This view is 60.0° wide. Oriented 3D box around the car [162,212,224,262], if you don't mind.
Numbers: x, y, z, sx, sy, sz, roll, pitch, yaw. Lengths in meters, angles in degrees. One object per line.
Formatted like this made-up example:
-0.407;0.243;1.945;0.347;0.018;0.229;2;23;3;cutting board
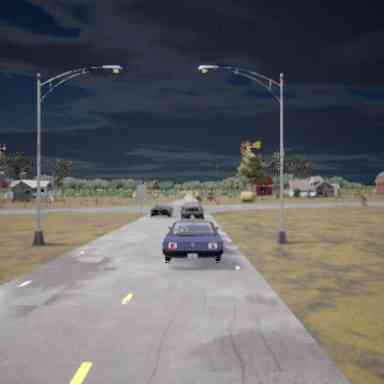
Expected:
0.044;1.632;12.125;1.895;1.301;4.718;0;0;1;car

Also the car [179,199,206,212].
0.047;1.583;27.171;1.837;1.490;4.892;0;0;0;car

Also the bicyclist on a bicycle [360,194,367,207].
22.855;1.139;44.430;0.582;1.620;1.656;-1;-1;0;bicyclist on a bicycle

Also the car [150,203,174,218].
-2.778;1.694;31.253;1.895;1.301;4.718;0;0;1;car
